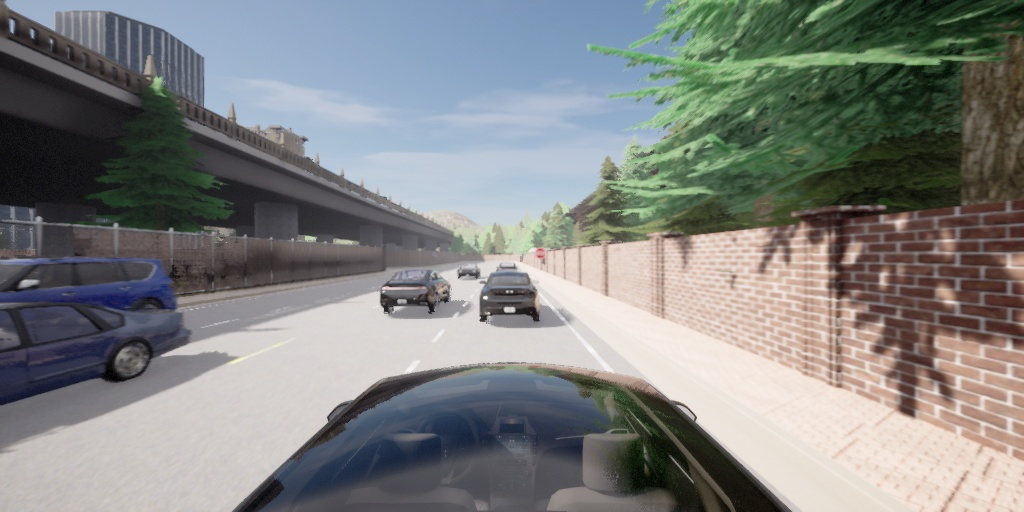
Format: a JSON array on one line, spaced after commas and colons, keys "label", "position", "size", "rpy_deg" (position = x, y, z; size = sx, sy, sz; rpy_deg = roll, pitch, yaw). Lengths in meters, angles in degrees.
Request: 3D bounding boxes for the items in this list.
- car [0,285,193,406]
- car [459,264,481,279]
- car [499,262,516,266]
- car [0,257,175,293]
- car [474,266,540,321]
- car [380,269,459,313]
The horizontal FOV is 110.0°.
[{"label": "car", "position": [-7.103, 1.336, 4.529], "size": [2.033, 1.411, 5.357], "rpy_deg": [0, 0, -1]}, {"label": "car", "position": [-3.932, 1.398, 33.577], "size": [1.895, 1.301, 4.718], "rpy_deg": [0, 0, -1]}, {"label": "car", "position": [-0.381, 1.268, 30.676], "size": [2.128, 1.511, 4.902], "rpy_deg": [0, 0, -1]}, {"label": "car", "position": [-10.634, 1.033, 7.892], "size": [2.150, 2.045, 5.566], "rpy_deg": [0, 0, 0]}, {"label": "car", "position": [-0.092, 1.264, 12.489], "size": [1.837, 1.490, 4.892], "rpy_deg": [0, 0, -1]}, {"label": "car", "position": [-3.610, 1.270, 14.082], "size": [2.128, 1.511, 4.902], "rpy_deg": [0, 0, -1]}]
